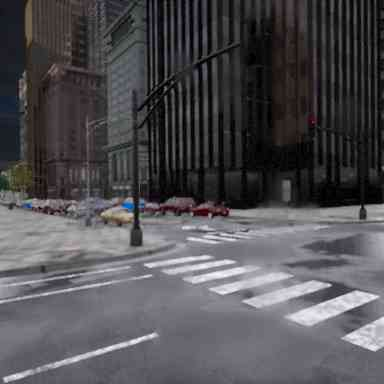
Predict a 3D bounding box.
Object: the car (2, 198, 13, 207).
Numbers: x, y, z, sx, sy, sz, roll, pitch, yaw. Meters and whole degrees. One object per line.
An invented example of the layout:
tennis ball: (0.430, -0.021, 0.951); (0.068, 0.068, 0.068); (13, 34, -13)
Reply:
car: (-40.456, 2.571, 74.278); (1.887, 1.381, 4.507); (-2, 0, -35)

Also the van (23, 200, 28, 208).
van: (-25.327, 2.027, 53.033); (1.690, 1.788, 3.998); (-2, 0, -35)

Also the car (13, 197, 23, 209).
car: (-31.098, 2.258, 61.137); (1.967, 1.590, 4.097); (-2, 0, -35)

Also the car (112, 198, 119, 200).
car: (-10.321, 1.696, 46.704); (2.192, 1.841, 5.009); (-2, 0, -35)

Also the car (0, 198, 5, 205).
car: (-43.575, 2.675, 78.657); (1.802, 1.307, 4.206); (-2, 0, -35)

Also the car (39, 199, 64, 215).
car: (-16.824, 1.804, 41.095); (2.192, 1.841, 5.009); (-2, 0, -35)

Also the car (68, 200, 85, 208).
car: (-21.844, 2.229, 62.847); (1.802, 1.307, 4.206); (-2, 0, -35)

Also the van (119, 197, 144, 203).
van: (-7.374, 1.654, 42.558); (1.690, 1.788, 3.998); (-2, 0, -35)

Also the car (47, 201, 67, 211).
car: (-20.976, 2.126, 51.706); (1.812, 1.442, 4.674); (-1, 0, -35)

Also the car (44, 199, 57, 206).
car: (-33.919, 2.483, 79.795); (1.947, 1.339, 4.313); (-2, 0, -35)

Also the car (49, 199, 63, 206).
car: (-30.900, 2.417, 75.557); (1.947, 1.339, 4.313); (-2, 0, -35)

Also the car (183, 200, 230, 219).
car: (1.473, 1.650, 30.119); (1.887, 1.381, 4.507); (-2, 0, -35)

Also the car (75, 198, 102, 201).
car: (-15.673, 1.983, 49.510); (2.128, 1.511, 4.902); (-1, 0, -35)

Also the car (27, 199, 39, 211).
car: (-22.489, 2.061, 49.054); (1.967, 1.590, 4.097); (-2, 0, -35)

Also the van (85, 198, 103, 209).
van: (-16.215, 1.859, 54.998); (1.690, 1.788, 3.998); (-2, 0, -35)

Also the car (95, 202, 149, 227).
car: (-5.379, 1.747, 25.041); (1.752, 1.417, 4.829); (-2, 0, -35)

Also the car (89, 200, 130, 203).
car: (-8.741, 1.862, 34.368); (2.033, 1.411, 5.357); (-1, 0, -35)

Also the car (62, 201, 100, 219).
car: (-11.146, 1.908, 33.138); (2.008, 1.369, 4.403); (-2, 0, -35)

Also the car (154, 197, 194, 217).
car: (-1.481, 1.490, 34.265); (2.192, 1.841, 5.009); (-2, 0, -35)

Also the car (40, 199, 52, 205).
car: (-36.938, 2.532, 84.031); (2.008, 1.369, 4.403); (-2, 0, -35)

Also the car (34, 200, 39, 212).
car: (-19.652, 2.100, 45.076); (1.887, 1.381, 4.507); (-2, 0, -35)

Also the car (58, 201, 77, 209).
car: (-21.741, 2.232, 57.958); (1.895, 1.301, 4.718); (-1, 0, -35)

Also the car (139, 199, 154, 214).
car: (-4.420, 1.826, 38.413); (1.802, 1.307, 4.206); (-2, 0, -35)
